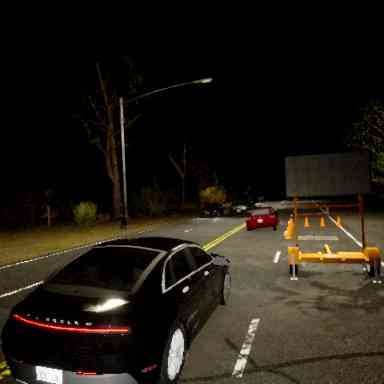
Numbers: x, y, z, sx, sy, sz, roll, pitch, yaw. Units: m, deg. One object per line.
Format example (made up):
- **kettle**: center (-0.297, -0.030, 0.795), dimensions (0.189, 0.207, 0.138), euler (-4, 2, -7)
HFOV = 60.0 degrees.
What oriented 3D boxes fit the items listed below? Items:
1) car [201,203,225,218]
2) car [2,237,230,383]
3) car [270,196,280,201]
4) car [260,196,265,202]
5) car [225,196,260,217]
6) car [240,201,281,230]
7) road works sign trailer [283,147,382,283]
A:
- **car**: center (2.389, 1.954, 36.527), dimensions (1.837, 1.490, 4.892), euler (-3, -1, 18)
- **car**: center (-0.626, 1.504, 5.470), dimensions (1.837, 1.490, 4.892), euler (0, 0, 18)
- **car**: center (18.657, 1.633, 74.747), dimensions (1.812, 1.442, 4.674), euler (-3, -1, 19)
- **car**: center (15.583, 1.776, 75.788), dimensions (2.128, 1.511, 4.902), euler (-3, -1, 19)
- **car**: center (5.484, 1.528, 35.591), dimensions (2.150, 2.045, 5.566), euler (-3, -1, 18)
- **car**: center (4.879, 1.705, 22.700), dimensions (1.994, 1.385, 4.181), euler (-8, 0, 18)
- **road works sign trailer**: center (4.065, 0.537, 9.998), dimensions (2.380, 3.560, 2.880), euler (-3, -1, 18)
